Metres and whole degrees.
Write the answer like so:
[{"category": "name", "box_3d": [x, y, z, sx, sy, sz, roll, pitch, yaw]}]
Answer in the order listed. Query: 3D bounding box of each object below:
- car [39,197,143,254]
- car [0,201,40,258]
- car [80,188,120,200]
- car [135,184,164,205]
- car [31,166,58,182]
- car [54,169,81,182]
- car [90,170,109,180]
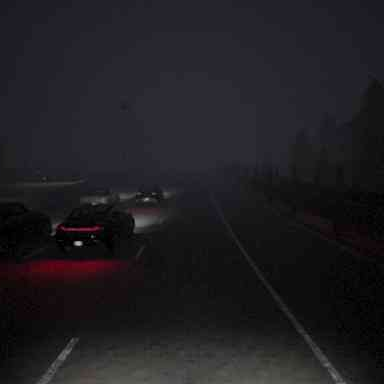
[{"category": "car", "box_3d": [-3.408, 1.215, 12.442, 2.128, 1.511, 4.902, 0, 3, 1]}, {"category": "car", "box_3d": [-6.912, 1.095, 12.020, 2.097, 1.767, 4.553, 0, 3, 1]}, {"category": "car", "box_3d": [-6.859, 0.348, 25.297, 1.895, 1.301, 4.718, 0, 6, 1]}, {"category": "car", "box_3d": [-3.341, 0.088, 26.706, 2.128, 1.511, 4.902, 0, 6, 1]}, {"category": "car", "box_3d": [-20.866, -2.589, 47.562, 2.150, 2.045, 5.566, 0, 7, 1]}, {"category": "car", "box_3d": [-17.374, -2.269, 47.426, 1.812, 1.442, 4.674, 0, 6, 1]}, {"category": "car", "box_3d": [-13.855, -2.557, 50.216, 1.994, 1.385, 4.181, 0, 7, 1]}]
